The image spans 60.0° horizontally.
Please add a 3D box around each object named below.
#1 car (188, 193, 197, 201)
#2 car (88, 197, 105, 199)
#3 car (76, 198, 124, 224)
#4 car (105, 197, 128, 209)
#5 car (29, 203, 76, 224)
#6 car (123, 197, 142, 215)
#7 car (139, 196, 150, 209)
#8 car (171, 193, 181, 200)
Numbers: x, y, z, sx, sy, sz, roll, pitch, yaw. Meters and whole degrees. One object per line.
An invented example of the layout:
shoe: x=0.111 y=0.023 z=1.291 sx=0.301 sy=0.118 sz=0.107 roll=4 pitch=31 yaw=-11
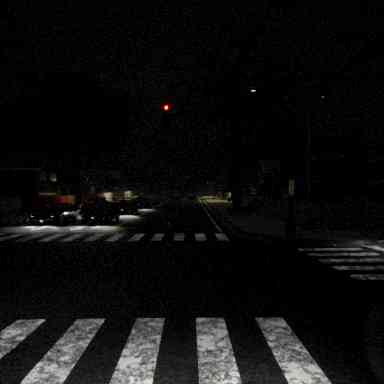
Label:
car: x=0.070 y=0.935 z=67.114 sx=1.882 sy=1.535 sz=5.008 roll=0 pitch=1 yaw=0
car: x=-9.865 y=1.285 z=33.816 sx=2.097 sy=1.767 sz=4.553 roll=0 pitch=0 yaw=0
car: x=-6.611 y=1.468 z=24.512 sx=1.837 sy=1.490 sz=4.892 roll=0 pitch=0 yaw=0
car: x=-9.862 y=1.432 z=43.863 sx=1.895 sy=1.301 sz=4.718 roll=0 pitch=1 yaw=0
car: x=-9.863 y=1.511 z=24.432 sx=2.033 sy=1.411 sz=5.357 roll=0 pitch=0 yaw=0
car: x=-6.612 y=1.499 z=33.409 sx=1.994 sy=1.385 sz=4.181 roll=0 pitch=0 yaw=0
car: x=-6.610 y=1.336 z=43.814 sx=1.837 sy=1.490 sz=4.892 roll=0 pitch=1 yaw=0
car: x=-3.184 y=0.937 z=67.802 sx=2.128 sy=1.511 sz=4.902 roll=0 pitch=1 yaw=0
